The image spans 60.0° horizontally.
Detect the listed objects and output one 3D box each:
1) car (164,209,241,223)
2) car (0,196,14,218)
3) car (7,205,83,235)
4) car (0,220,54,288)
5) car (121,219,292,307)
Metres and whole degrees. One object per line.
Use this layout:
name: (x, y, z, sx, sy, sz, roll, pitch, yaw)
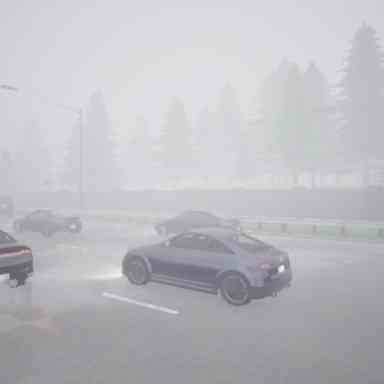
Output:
car: (0.262, 1.569, 16.701, 4.674, 1.442, 1.812, 0, 0, 35)
car: (-18.074, 1.370, 29.774, 5.566, 2.045, 2.150, 0, 0, 35)
car: (-7.915, 1.603, 18.233, 4.674, 1.442, 1.812, 0, 0, 36)
car: (-5.820, 1.535, 8.141, 4.902, 1.511, 2.128, 0, 0, 35)
car: (0.236, 1.585, 8.122, 4.181, 1.385, 1.994, 0, 0, 35)
